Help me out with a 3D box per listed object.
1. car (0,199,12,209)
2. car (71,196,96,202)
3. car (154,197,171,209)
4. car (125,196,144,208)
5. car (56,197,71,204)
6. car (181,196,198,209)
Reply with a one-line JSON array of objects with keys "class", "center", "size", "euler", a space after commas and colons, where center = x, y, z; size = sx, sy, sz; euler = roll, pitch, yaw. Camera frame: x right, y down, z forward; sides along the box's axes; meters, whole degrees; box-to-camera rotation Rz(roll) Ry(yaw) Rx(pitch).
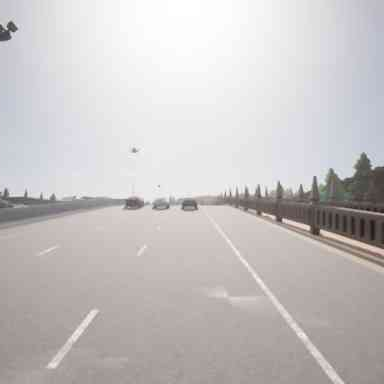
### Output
[{"class": "car", "center": [-21.441, 1.379, 35.545], "size": [2.033, 1.411, 5.357], "euler": [0, 0, 0]}, {"class": "car", "center": [-14.508, 1.308, 45.806], "size": [1.837, 1.490, 4.892], "euler": [0, -1, 0]}, {"class": "car", "center": [-3.810, 1.325, 42.309], "size": [1.812, 1.442, 4.674], "euler": [0, 0, 0]}, {"class": "car", "center": [-7.317, 1.276, 42.923], "size": [1.882, 1.535, 5.008], "euler": [0, 0, -1]}, {"class": "car", "center": [-18.013, 1.392, 48.679], "size": [2.033, 1.411, 5.357], "euler": [0, -1, 0]}, {"class": "car", "center": [-0.296, 1.307, 40.847], "size": [1.837, 1.490, 4.892], "euler": [0, 0, -1]}]
